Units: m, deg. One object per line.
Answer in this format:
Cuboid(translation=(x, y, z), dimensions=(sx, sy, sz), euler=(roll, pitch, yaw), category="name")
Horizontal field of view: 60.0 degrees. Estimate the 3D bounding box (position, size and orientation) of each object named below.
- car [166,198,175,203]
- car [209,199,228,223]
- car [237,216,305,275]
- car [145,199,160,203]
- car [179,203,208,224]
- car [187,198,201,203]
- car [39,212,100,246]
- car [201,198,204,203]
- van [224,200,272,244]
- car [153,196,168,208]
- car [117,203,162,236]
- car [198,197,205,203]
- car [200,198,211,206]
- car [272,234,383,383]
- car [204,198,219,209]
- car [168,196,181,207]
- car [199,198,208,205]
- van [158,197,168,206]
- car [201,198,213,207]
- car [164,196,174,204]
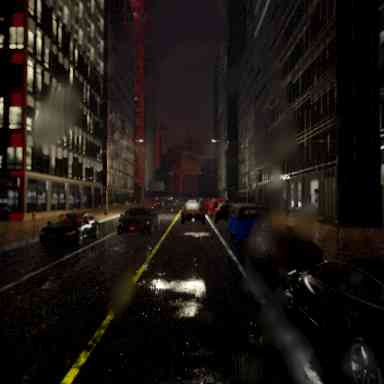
Cuboid(translation=(-5.664, 2.274, 88.380), dimensions=(1.947, 1.339, 4.313), euler=(1, 0, 0), category="car")
Cuboid(translation=(2.700, 1.656, 27.151), dimensions=(1.967, 1.590, 4.097), euler=(1, 0, 0), category="car")
Cuboid(translation=(2.701, 1.665, 10.420), dimensions=(1.802, 1.307, 4.206), euler=(1, 0, 0), category="car")
Cuboid(translation=(-5.687, 1.930, 43.780), dimensions=(1.802, 1.307, 4.206), euler=(1, 0, 0), category="car")
Cuboid(translation=(0.094, 1.816, 27.156), dimensions=(1.895, 1.301, 4.718), euler=(0, 0, 0), category="car")
Cuboid(translation=(0.082, 1.878, 44.379), dimensions=(1.812, 1.442, 4.674), euler=(0, 0, 0), category="car")
Cuboid(translation=(-5.680, 1.677, 15.905), dimensions=(2.008, 1.369, 4.403), euler=(1, 0, 0), category="car")
Cuboid(translation=(2.699, 1.664, 43.884), dimensions=(2.192, 1.841, 5.009), euler=(1, 0, 0), category="car")
Cuboid(translation=(2.705, 1.468, 15.998), dimensions=(1.690, 1.788, 3.998), euler=(1, 0, 0), category="van")
Cuboid(translation=(-5.684, 1.752, 54.932), dimensions=(2.192, 1.841, 5.009), euler=(1, 0, 0), category="car")
Cuboid(translation=(-3.104, 1.634, 19.739), dimensions=(1.882, 1.535, 5.008), euler=(0, 0, 0), category="car")
Cuboid(translation=(2.683, 2.283, 94.246), dimensions=(1.752, 1.417, 4.829), euler=(1, 0, 0), category="car")
Cuboid(translation=(2.691, 1.968, 66.191), dimensions=(1.967, 1.590, 4.097), euler=(1, 0, 0), category="car")
Cuboid(translation=(2.703, 1.605, 4.843), dimensions=(1.947, 1.339, 4.313), euler=(1, 0, 0), category="car")
Cuboid(translation=(2.701, 1.575, 32.730), dimensions=(2.192, 1.841, 5.009), euler=(1, 0, 0), category="car")
Cuboid(translation=(-3.049, 1.989, 62.113), dimensions=(2.128, 1.511, 4.902), euler=(0, 0, 1), category="car")
Cuboid(translation=(2.687, 2.146, 77.514), dimensions=(1.752, 1.417, 4.829), euler=(1, 0, 0), category="car")
Cuboid(translation=(-5.696, 1.868, 66.082), dimensions=(1.690, 1.788, 3.998), euler=(1, 0, 0), category="van")
Cuboid(translation=(2.692, 1.924, 60.614), dimensions=(1.967, 1.590, 4.097), euler=(1, 0, 0), category="car")
Cuboid(translation=(-5.658, 1.978, 82.807), dimensions=(2.192, 1.841, 5.009), euler=(1, 0, 0), category="car")
